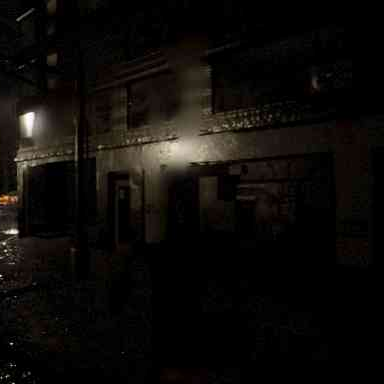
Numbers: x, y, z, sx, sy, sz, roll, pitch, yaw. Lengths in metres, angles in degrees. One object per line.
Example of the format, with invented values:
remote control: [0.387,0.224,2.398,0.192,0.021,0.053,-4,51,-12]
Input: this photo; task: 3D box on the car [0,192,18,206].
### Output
car: [-23.910,0.842,44.544,2.097,1.767,4.553,0,1,-7]
